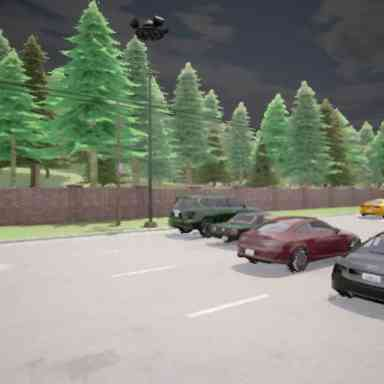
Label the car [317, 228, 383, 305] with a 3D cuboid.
[{"bbox_3d":[4.920,1.530,7.253,4.181,1.385,1.994,0,0,-35],"label":"car"}]

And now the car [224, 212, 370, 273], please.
[{"bbox_3d":[3.463,1.489,10.531,4.674,1.442,1.812,0,0,-36],"label":"car"}]

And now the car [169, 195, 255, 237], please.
[{"bbox_3d":[1.437,1.174,17.666,5.566,2.045,2.150,0,0,-35],"label":"car"}]

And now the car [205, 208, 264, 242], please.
[{"bbox_3d":[3.120,1.555,14.567,4.718,1.301,1.895,0,0,-35],"label":"car"}]

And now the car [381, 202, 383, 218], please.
[{"bbox_3d":[15.698,1.490,23.536,4.718,1.301,1.895,0,0,-35],"label":"car"}]

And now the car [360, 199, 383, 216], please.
[{"bbox_3d":[16.211,1.354,28.200,5.008,1.535,1.882,0,0,-35],"label":"car"}]
